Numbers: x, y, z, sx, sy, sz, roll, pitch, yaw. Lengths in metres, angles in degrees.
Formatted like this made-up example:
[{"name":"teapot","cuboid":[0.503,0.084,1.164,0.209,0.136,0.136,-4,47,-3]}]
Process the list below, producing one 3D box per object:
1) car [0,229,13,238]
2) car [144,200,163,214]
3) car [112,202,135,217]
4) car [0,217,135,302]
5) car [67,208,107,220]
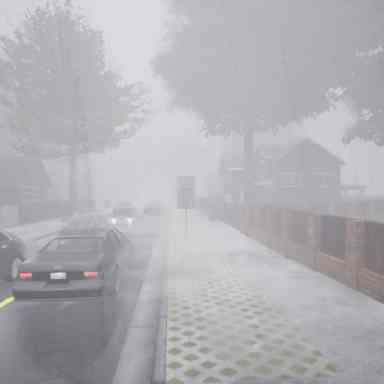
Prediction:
[{"name":"car","cuboid":[-5.470,1.589,7.293,1.837,1.490,4.892,-1,0,-1]},{"name":"car","cuboid":[-4.565,1.924,39.055,1.895,1.301,4.718,-1,0,-3]},{"name":"car","cuboid":[-7.200,1.803,35.374,1.882,1.535,5.008,-1,-1,-4]},{"name":"car","cuboid":[-2.636,1.618,8.650,2.033,1.411,5.357,-1,0,-4]},{"name":"car","cuboid":[-6.209,1.723,19.706,1.812,1.442,4.674,-1,0,-4]}]
